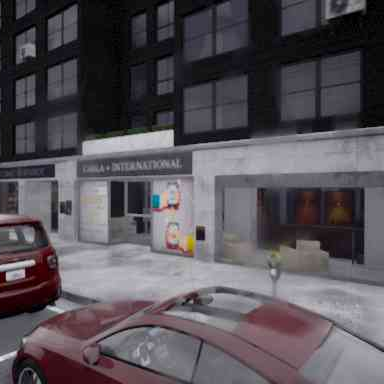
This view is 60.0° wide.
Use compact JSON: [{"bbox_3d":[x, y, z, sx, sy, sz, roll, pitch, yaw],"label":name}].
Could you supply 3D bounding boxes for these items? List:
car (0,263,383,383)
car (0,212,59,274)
[{"bbox_3d":[0.065,1.580,3.029,4.206,1.307,1.802,0,0,35],"label":"car"},{"bbox_3d":[-4.548,1.307,6.308,5.009,1.841,2.192,0,0,35],"label":"car"}]
